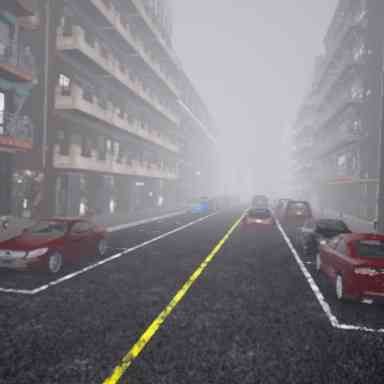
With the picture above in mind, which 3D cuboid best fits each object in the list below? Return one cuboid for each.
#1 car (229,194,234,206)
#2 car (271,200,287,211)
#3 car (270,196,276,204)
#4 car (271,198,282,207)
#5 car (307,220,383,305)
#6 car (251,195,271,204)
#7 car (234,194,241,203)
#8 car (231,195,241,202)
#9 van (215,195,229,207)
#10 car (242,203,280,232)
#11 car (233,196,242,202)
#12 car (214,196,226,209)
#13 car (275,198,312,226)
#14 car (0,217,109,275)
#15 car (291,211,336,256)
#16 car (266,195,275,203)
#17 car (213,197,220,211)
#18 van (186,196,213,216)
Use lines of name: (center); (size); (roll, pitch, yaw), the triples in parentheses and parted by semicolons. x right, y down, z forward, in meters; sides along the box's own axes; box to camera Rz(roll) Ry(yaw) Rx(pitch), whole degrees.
car: (5.115, 1.359, 53.976); (2.192, 1.841, 5.009); (1, 0, 12)
car: (12.172, 1.891, 46.704); (1.802, 1.307, 4.206); (1, 0, 12)
car: (9.891, 1.570, 35.610); (2.192, 1.841, 5.009); (1, 0, 12)
car: (15.603, 1.922, 61.759); (1.812, 1.442, 4.674); (2, 0, 12)
car: (4.238, 1.670, 8.209); (1.887, 1.381, 4.507); (1, 0, 12)
car: (8.943, 1.422, 43.791); (2.150, 2.045, 5.566); (2, 0, 12)
car: (9.698, 1.471, 76.163); (2.192, 1.841, 5.009); (1, 0, 12)
car: (10.839, 1.625, 81.710); (1.967, 1.590, 4.097); (1, 0, 12)
van: (3.999, 1.359, 48.423); (1.690, 1.788, 3.998); (1, 0, 12)
car: (4.259, 1.657, 21.094); (1.994, 1.385, 4.181); (2, 0, 12)
car: (11.979, 1.779, 87.257); (1.947, 1.339, 4.313); (1, 0, 12)
car: (2.861, 1.573, 42.872); (1.802, 1.307, 4.206); (1, 0, 12)
car: (7.604, 1.517, 24.515); (2.192, 1.841, 5.009); (1, 0, 12)
car: (-3.933, 1.417, 9.897); (1.802, 1.307, 4.206); (1, 0, 12)
car: (5.312, 1.716, 13.421); (1.947, 1.339, 4.313); (1, 0, 12)
car: (20.180, 1.820, 85.534); (2.192, 1.841, 5.009); (1, 0, 12)
car: (1.721, 1.546, 37.325); (1.802, 1.307, 4.206); (1, 0, 12)
van: (0.583, 1.279, 31.778); (1.690, 1.788, 3.998); (1, 0, 12)
